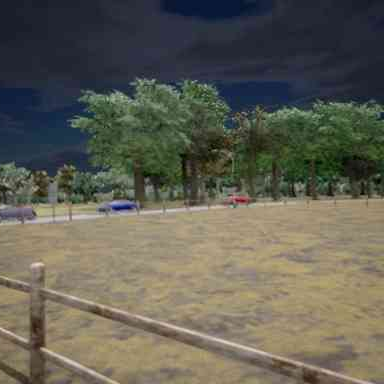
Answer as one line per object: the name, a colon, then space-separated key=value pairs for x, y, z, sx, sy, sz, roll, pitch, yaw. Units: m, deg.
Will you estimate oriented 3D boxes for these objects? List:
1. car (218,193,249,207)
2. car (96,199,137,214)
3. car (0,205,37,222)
car: x=6.520 y=1.165 z=51.734 sx=5.566 sy=2.045 sz=2.150 roll=0 pitch=-2 yaw=-39
car: x=-8.230 y=1.612 z=36.812 sx=1.882 sy=1.535 sz=5.008 roll=-2 pitch=-1 yaw=39
car: x=-15.172 y=1.762 z=27.498 sx=1.994 sy=1.385 sz=4.181 roll=-2 pitch=-1 yaw=36
